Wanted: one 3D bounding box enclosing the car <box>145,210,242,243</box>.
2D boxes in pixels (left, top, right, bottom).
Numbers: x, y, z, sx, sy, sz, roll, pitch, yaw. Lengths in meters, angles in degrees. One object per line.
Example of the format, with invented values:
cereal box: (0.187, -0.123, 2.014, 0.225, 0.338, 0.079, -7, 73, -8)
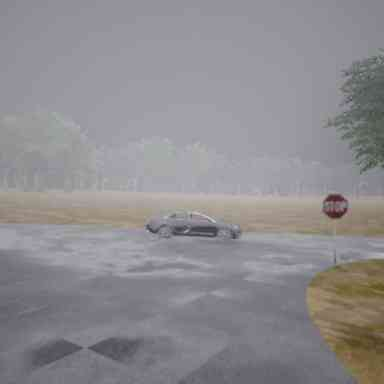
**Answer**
car: (0.066, 1.692, 16.944, 4.902, 1.511, 2.128, 2, -2, -2)
